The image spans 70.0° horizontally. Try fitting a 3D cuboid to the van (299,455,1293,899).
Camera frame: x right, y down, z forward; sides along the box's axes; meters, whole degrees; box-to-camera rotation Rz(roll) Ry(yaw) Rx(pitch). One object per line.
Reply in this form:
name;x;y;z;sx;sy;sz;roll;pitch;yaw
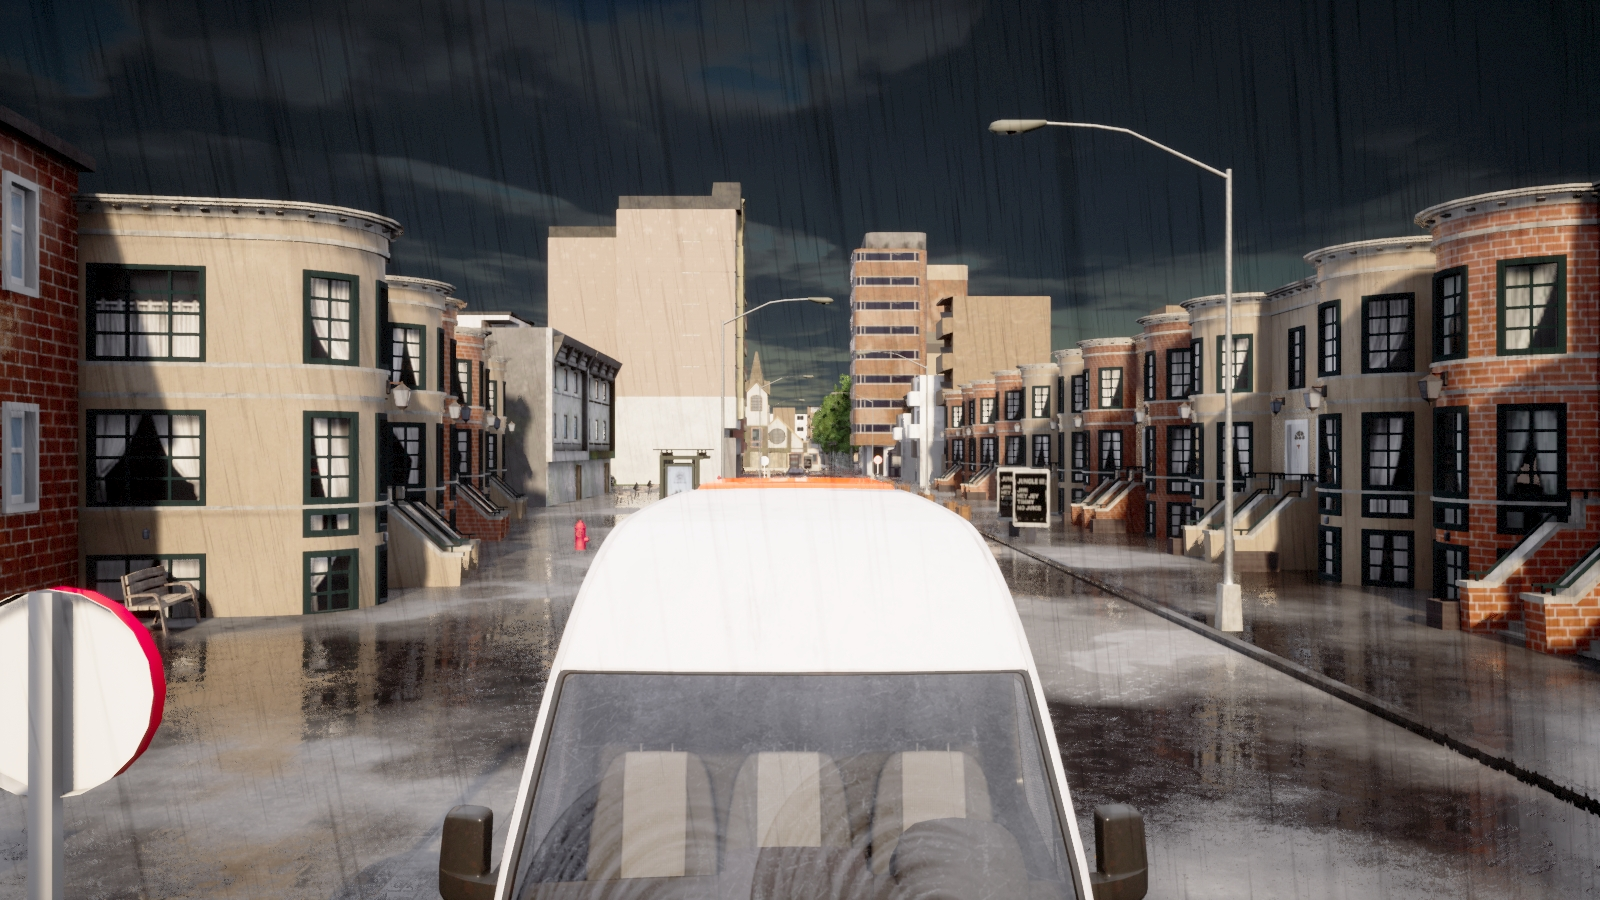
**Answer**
van;-0.019;1.314;5.243;1.988;2.561;5.915;0;0;0
